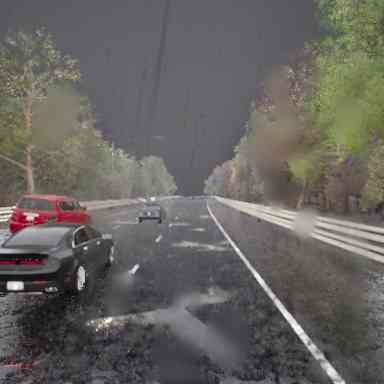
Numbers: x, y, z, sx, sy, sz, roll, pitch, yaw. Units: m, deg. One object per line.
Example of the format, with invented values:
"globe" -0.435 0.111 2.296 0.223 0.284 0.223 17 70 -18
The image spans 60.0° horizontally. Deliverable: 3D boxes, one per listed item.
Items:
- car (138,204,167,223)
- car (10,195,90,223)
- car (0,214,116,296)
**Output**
"car" -3.166 1.697 27.227 2.033 1.411 5.357 0 0 1
"car" -6.772 1.225 16.660 2.150 2.045 5.566 5 -1 1
"car" -3.362 1.554 8.775 1.837 1.490 4.892 0 0 0
